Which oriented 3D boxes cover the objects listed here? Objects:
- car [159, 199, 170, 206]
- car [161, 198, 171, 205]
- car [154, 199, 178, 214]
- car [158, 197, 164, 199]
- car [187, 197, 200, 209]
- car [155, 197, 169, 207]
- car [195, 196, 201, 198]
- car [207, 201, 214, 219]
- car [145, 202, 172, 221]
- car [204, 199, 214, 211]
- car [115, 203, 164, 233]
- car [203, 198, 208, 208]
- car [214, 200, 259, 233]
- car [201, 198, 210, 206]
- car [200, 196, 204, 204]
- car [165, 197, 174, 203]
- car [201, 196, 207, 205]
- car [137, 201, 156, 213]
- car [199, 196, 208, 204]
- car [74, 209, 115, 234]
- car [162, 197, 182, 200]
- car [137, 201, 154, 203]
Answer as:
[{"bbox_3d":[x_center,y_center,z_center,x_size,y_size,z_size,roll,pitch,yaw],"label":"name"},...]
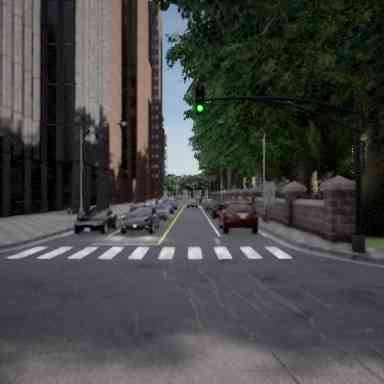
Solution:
[{"bbox_3d":[-5.765,2.085,69.566,1.887,1.381,4.507,0,0,0],"label":"car"},{"bbox_3d":[-5.765,2.131,75.023,1.887,1.381,4.507,0,0,0],"label":"car"},{"bbox_3d":[-3.094,1.859,39.185,1.994,1.385,4.181,0,0,0],"label":"car"},{"bbox_3d":[-5.765,2.033,58.652,1.802,1.307,4.206,0,0,0],"label":"car"},{"bbox_3d":[0.096,1.961,53.917,2.033,1.411,5.357,0,0,1],"label":"car"},{"bbox_3d":[-5.765,1.810,64.111,2.192,1.841,5.009,0,0,0],"label":"car"},{"bbox_3d":[0.094,1.991,64.527,2.128,1.511,4.902,0,0,0],"label":"car"},{"bbox_3d":[2.761,1.798,31.376,1.947,1.339,4.313,0,0,0],"label":"car"},{"bbox_3d":[-3.101,1.821,29.984,1.895,1.301,4.718,0,0,0],"label":"car"},{"bbox_3d":[2.761,1.827,36.832,2.008,1.369,4.403,0,0,0],"label":"car"},{"bbox_3d":[-3.108,1.652,20.729,1.837,1.490,4.892,0,0,1],"label":"car"},{"bbox_3d":[2.761,1.871,42.289,2.008,1.369,4.403,0,0,0],"label":"car"},{"bbox_3d":[2.762,1.460,20.465,2.192,1.841,5.009,0,0,0],"label":"car"},{"bbox_3d":[2.760,2.068,69.740,1.752,1.417,4.829,0,0,0],"label":"car"},{"bbox_3d":[2.761,1.848,53.202,1.967,1.590,4.097,0,0,0],"label":"car"},{"bbox_3d":[-5.766,2.120,85.937,1.967,1.590,4.097,0,0,0],"label":"car"},{"bbox_3d":[2.761,1.804,47.746,1.967,1.590,4.097,0,0,0],"label":"car"},{"bbox_3d":[-5.764,1.901,42.281,1.802,1.307,4.206,0,0,0],"label":"car"},{"bbox_3d":[2.760,1.949,80.485,2.192,1.841,5.009,0,0,0],"label":"car"},{"bbox_3d":[-5.763,1.710,20.454,1.947,1.339,4.313,0,0,0],"label":"car"},{"bbox_3d":[-3.057,1.924,49.328,2.033,1.411,5.357,0,0,0],"label":"car"},{"bbox_3d":[-5.764,1.826,36.824,2.008,1.369,4.403,0,0,0],"label":"car"}]
